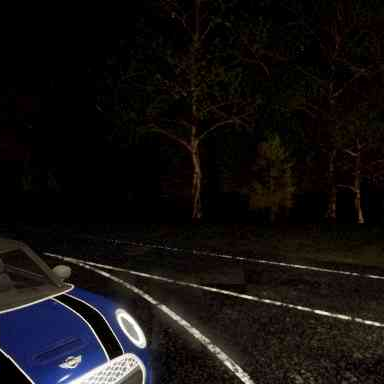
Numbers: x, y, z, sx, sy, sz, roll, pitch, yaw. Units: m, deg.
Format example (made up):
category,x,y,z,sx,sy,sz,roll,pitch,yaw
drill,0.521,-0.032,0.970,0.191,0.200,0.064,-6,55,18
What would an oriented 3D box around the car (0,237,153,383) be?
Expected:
category,x,y,z,sx,sy,sz,roll,pitch,yaw
car,-2.592,1.338,3.733,4.553,1.767,2.097,1,0,35
